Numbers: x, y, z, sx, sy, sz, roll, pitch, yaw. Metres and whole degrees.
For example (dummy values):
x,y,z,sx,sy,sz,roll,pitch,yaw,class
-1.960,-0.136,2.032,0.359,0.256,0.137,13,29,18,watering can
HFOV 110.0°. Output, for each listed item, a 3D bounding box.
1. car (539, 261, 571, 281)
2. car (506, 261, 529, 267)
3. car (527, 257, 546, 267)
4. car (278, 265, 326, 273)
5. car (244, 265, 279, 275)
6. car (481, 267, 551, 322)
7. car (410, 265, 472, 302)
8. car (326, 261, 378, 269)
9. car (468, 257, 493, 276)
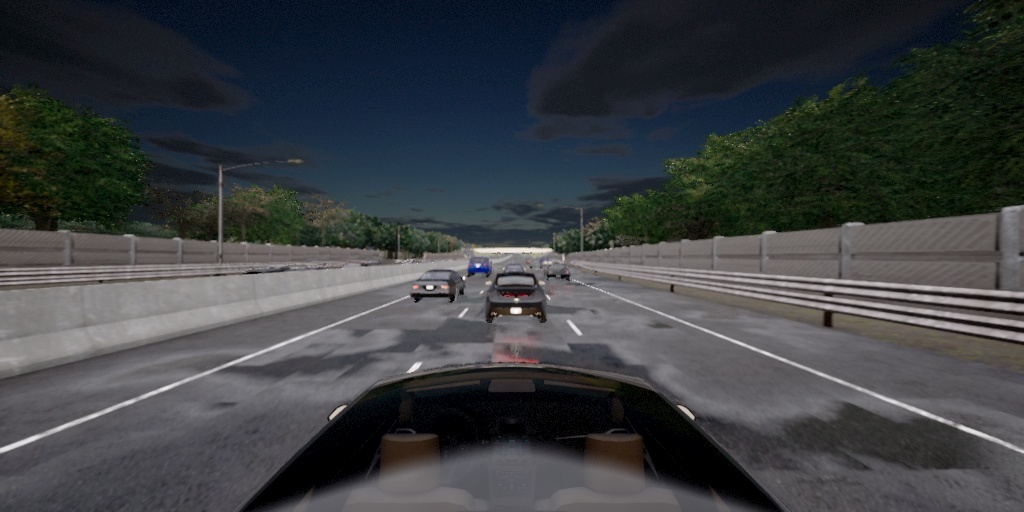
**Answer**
x,y,z,sx,sy,sz,roll,pitch,yaw,class
3.590,1.288,29.750,1.895,1.301,4.718,0,0,0,car
0.203,1.387,31.697,2.033,1.411,5.357,0,0,0,car
3.825,1.332,56.463,1.994,1.385,4.181,0,0,1,car
-17.497,1.436,30.977,1.895,1.301,4.718,0,0,0,car
-20.994,1.437,31.403,1.895,1.301,4.718,0,0,0,car
0.118,1.286,12.446,1.837,1.490,4.892,0,0,0,car
-3.374,1.343,17.215,2.033,1.411,5.357,0,0,0,car
-13.990,1.316,31.768,1.882,1.535,5.008,0,0,0,car
-3.258,1.077,36.981,2.150,2.045,5.566,0,0,0,car
